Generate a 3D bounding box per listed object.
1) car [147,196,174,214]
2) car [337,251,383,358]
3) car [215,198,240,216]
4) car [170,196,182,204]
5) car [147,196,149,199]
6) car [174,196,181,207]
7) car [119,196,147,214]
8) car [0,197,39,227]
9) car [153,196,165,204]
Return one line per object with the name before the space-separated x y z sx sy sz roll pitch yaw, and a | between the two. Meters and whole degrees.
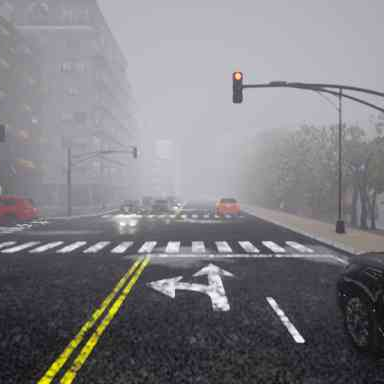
car | -3.296 1.475 35.749 1.882 1.535 5.008 0 0 0
car | 3.342 1.220 2.851 2.150 2.045 5.566 0 0 0
car | 3.402 1.349 32.765 2.097 1.767 4.553 0 0 0
car | -3.158 1.504 67.638 2.128 1.511 4.902 0 0 1
car | -6.513 1.353 49.792 2.097 1.767 4.553 0 0 0
car | -3.260 1.354 51.194 2.097 1.767 4.553 0 0 0
car | -6.542 1.489 35.707 2.128 1.511 4.902 0 0 0
car | -13.948 1.373 23.880 5.566 2.045 2.150 -1 0 1
car | -6.426 1.514 65.553 1.837 1.490 4.892 0 0 1
